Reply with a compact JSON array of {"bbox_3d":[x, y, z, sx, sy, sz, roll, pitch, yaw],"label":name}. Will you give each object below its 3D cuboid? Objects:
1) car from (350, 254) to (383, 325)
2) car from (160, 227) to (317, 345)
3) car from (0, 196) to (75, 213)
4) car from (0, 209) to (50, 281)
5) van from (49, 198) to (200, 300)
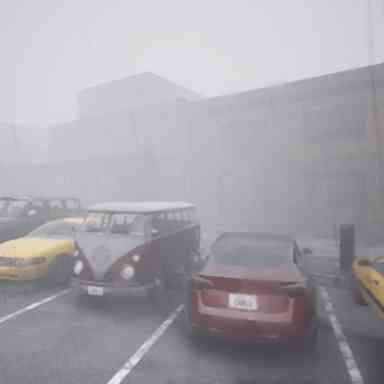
[{"bbox_3d":[3.717,1.486,5.015,1.946,1.575,5.366,0,-1,15],"label":"car"},{"bbox_3d":[1.283,1.497,6.567,2.163,1.488,4.792,0,-1,15],"label":"car"},{"bbox_3d":[-5.905,1.160,11.613,2.435,2.045,5.566,0,-1,15],"label":"car"},{"bbox_3d":[-3.554,1.423,9.760,1.946,1.575,5.366,1,0,15],"label":"car"},{"bbox_3d":[-1.137,1.221,8.126,1.878,1.987,4.442,1,0,15],"label":"van"}]
